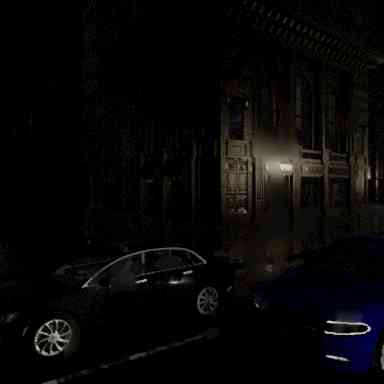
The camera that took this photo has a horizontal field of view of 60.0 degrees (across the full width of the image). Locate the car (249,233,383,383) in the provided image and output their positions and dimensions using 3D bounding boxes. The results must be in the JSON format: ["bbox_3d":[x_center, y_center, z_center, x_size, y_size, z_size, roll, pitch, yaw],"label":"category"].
[{"bbox_3d":[3.149,1.488,5.610,5.008,1.535,1.882,0,0,-35],"label":"car"}]

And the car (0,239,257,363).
[{"bbox_3d":[-1.207,1.555,5.786,4.403,1.369,2.008,0,0,-35],"label":"car"}]
